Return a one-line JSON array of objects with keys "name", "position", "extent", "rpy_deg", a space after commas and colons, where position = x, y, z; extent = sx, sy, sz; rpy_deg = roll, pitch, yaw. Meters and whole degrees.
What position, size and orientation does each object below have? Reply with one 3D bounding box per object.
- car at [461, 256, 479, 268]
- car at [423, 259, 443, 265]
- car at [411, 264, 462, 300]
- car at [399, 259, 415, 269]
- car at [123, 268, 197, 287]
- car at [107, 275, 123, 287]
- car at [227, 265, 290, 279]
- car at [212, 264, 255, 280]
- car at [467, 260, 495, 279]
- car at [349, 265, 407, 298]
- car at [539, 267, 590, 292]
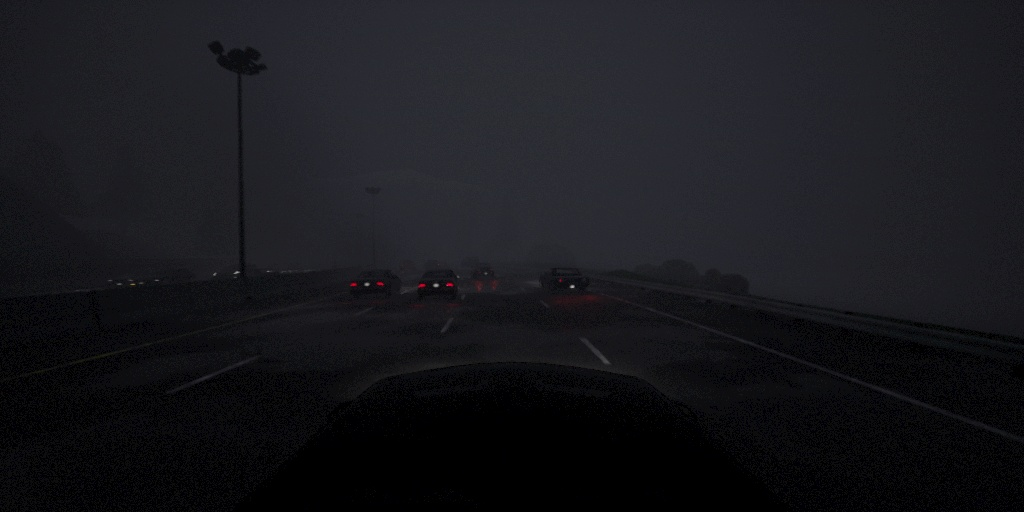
[{"name": "car", "position": [-7.158, 1.101, 61.867], "extent": [2.150, 2.045, 5.566], "rpy_deg": [0, 0, -23]}, {"name": "car", "position": [-12.423, 1.315, 55.311], "extent": [2.097, 1.767, 4.553], "rpy_deg": [-1, 0, -20]}, {"name": "car", "position": [-3.742, 1.362, 18.477], "extent": [2.033, 1.411, 5.357], "rpy_deg": [-1, 0, -8]}, {"name": "car", "position": [-16.628, 1.383, 56.675], "extent": [2.097, 1.767, 4.553], "rpy_deg": [-1, 0, -21]}, {"name": "car", "position": [-27.019, 1.694, 28.077], "extent": [1.837, 1.490, 4.892], "rpy_deg": [-1, 1, -11]}, {"name": "car", "position": [-31.022, 1.803, 30.451], "extent": [2.033, 1.411, 5.357], "rpy_deg": [-1, 0, -11]}, {"name": "car", "position": [-19.971, 1.678, 28.540], "extent": [1.895, 1.301, 4.718], "rpy_deg": [-1, 0, -10]}, {"name": "car", "position": [-24.186, 1.498, 31.708], "extent": [2.097, 1.767, 4.553], "rpy_deg": [-1, 0, -12]}, {"name": "car", "position": [-2.764, 1.328, 33.223], "extent": [1.812, 1.442, 4.674], "rpy_deg": [-1, 0, -12]}, {"name": "car", "position": [-7.368, 1.420, 19.737], "extent": [2.033, 1.411, 5.357], "rpy_deg": [-1, 0, -9]}, {"name": "car", "position": [2.880, 1.309, 20.939], "extent": [1.895, 1.301, 4.718], "rpy_deg": [-1, 0, -7]}]
